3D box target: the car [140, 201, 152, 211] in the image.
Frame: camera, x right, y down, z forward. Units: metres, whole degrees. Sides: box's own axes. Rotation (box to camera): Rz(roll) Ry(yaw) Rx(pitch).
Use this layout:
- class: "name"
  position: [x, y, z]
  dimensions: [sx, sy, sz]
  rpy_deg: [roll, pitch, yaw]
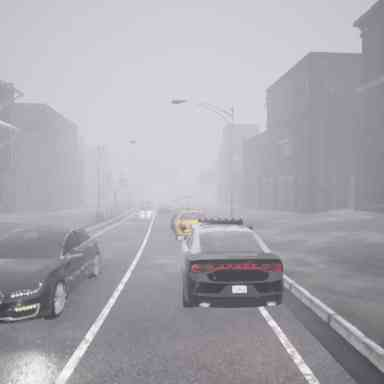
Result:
- class: "car"
  position: [-7.746, 2.305, 56.041]
  dimensions: [2.128, 1.511, 4.902]
  rpy_deg: [0, 1, -6]

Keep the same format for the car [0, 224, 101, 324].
- class: "car"
  position: [-3.363, 1.542, 7.440]
  dimensions: [1.837, 1.490, 4.892]
  rpy_deg: [0, -1, -3]

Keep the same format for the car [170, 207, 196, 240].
- class: "car"
  position: [-0.073, 1.671, 18.373]
  dimensions: [1.801, 1.575, 5.366]
  rpy_deg: [0, -1, -5]

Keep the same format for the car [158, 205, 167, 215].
- class: "car"
  position: [-3.801, 2.455, 47.031]
  dimensions: [1.895, 1.301, 4.718]
  rpy_deg: [0, 0, -5]

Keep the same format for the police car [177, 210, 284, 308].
- class: "police car"
  position: [0.676, 1.465, 8.198]
  dimensions: [1.930, 1.638, 5.238]
  rpy_deg: [0, -1, -3]

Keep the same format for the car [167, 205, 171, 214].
- class: "car"
  position: [-0.641, 1.859, 24.191]
  dimensions: [1.882, 1.535, 5.008]
  rpy_deg: [0, -2, -6]
